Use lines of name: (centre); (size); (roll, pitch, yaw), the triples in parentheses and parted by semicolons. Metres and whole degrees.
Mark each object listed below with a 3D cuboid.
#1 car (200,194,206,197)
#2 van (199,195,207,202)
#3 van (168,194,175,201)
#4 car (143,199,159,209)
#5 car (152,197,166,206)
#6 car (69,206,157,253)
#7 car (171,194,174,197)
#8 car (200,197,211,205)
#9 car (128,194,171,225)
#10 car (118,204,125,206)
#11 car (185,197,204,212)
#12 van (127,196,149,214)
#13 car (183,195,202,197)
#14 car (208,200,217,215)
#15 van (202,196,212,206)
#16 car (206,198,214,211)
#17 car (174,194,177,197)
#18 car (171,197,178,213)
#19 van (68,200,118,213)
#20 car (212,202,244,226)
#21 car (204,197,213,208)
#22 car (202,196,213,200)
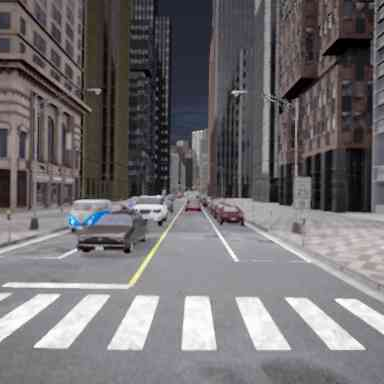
car: (2.815, 1.568, 57.913); (2.192, 1.841, 5.009); (1, 0, 0)
van: (2.824, 1.693, 85.539); (1.690, 1.788, 3.998); (1, 0, 0)
van: (-5.704, 1.590, 91.082); (1.690, 1.788, 3.998); (1, 0, 0)
car: (-5.737, 1.672, 46.882); (1.802, 1.307, 4.206); (1, 0, 0)
car: (-5.729, 1.681, 57.932); (2.008, 1.369, 4.403); (1, 0, 0)
car: (-3.041, 1.564, 14.042); (2.033, 1.411, 5.357); (1, 0, 3)
car: (-5.717, 1.714, 74.337); (1.752, 1.417, 4.829); (1, 0, 0)
car: (2.816, 1.843, 68.963); (2.008, 1.369, 4.403); (1, 0, 0)
car: (-3.057, 1.273, 24.707); (2.150, 2.045, 5.566); (1, 0, 1)
car: (-5.752, 1.558, 24.783); (1.887, 1.381, 4.507); (1, 0, 0)
car: (0.142, 1.720, 41.571); (1.994, 1.385, 4.181); (1, 0, -1)
van: (-5.742, 1.392, 35.833); (1.690, 1.788, 3.998); (1, 0, 0)
car: (0.042, 1.691, 54.055); (2.128, 1.511, 4.902); (1, 0, 0)
car: (2.804, 1.700, 30.285); (1.887, 1.381, 4.507); (1, 0, 0)
van: (2.816, 1.613, 63.438); (1.690, 1.788, 3.998); (1, 0, 0)
car: (2.805, 1.719, 35.810); (1.887, 1.381, 4.507); (1, 0, 0)
car: (-5.707, 1.544, 85.557); (2.192, 1.841, 5.009); (1, 0, 0)
car: (-3.033, 1.606, 38.566); (1.837, 1.490, 4.892); (1, 0, 0)
van: (-5.754, 1.336, 19.258); (1.690, 1.788, 3.998); (1, 0, 0)
car: (2.802, 1.681, 24.760); (1.887, 1.381, 4.507); (1, 0, 0)
car: (2.807, 1.720, 41.506); (1.752, 1.417, 4.829); (1, 0, 0)
car: (2.811, 1.778, 52.387); (1.887, 1.381, 4.507); (1, 0, 0)
